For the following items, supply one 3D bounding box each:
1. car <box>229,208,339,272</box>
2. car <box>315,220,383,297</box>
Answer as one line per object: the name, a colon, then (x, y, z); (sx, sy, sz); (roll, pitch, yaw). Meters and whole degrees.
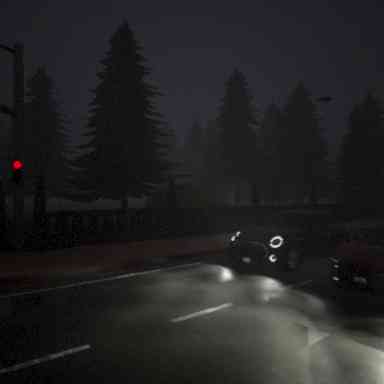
car: (3.364, 1.410, 11.158); (4.553, 1.767, 2.097); (0, 0, -38)
car: (5.366, 1.508, 8.280); (5.008, 1.535, 1.882); (0, 0, -38)
